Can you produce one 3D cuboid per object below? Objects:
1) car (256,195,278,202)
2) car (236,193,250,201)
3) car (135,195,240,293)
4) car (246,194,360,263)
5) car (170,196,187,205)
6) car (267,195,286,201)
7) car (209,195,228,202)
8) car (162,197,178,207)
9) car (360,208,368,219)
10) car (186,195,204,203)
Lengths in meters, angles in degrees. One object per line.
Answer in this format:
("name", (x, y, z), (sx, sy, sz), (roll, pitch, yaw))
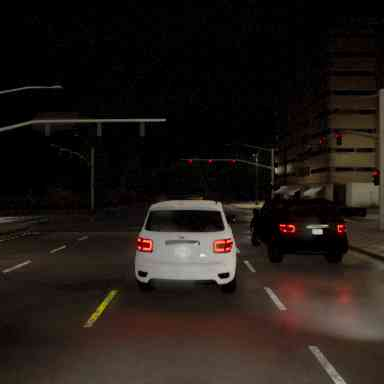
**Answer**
("car", (18.189, 1.540, 80.172), (5.357, 1.411, 2.033), (0, 0, -34))
("car", (13.060, 1.225, 80.679), (5.566, 2.045, 2.150), (0, 0, -41))
("car", (0.015, 1.221, 9.090), (2.150, 2.045, 5.566), (0, 0, 4))
("car", (3.576, 1.221, 12.116), (2.150, 2.045, 5.566), (0, 0, 0))
("car", (-2.436, 1.505, 60.782), (1.837, 1.490, 4.892), (0, 0, 13))
("car", (21.827, 1.524, 86.198), (4.674, 1.442, 1.812), (0, 0, -22))
("car", (6.367, 1.525, 78.940), (2.128, 1.511, 4.902), (0, 0, 38))
("car", (-3.371, 1.505, 51.545), (1.837, 1.490, 4.892), (0, 0, 3))
("car", (12.824, 1.659, 29.393), (4.718, 1.301, 1.895), (0, 0, 0))
("car", (0.651, 1.478, 70.309), (1.882, 1.535, 5.008), (0, 0, 23))
